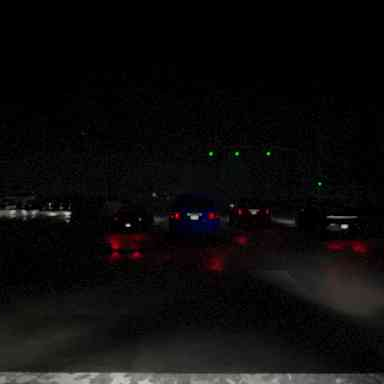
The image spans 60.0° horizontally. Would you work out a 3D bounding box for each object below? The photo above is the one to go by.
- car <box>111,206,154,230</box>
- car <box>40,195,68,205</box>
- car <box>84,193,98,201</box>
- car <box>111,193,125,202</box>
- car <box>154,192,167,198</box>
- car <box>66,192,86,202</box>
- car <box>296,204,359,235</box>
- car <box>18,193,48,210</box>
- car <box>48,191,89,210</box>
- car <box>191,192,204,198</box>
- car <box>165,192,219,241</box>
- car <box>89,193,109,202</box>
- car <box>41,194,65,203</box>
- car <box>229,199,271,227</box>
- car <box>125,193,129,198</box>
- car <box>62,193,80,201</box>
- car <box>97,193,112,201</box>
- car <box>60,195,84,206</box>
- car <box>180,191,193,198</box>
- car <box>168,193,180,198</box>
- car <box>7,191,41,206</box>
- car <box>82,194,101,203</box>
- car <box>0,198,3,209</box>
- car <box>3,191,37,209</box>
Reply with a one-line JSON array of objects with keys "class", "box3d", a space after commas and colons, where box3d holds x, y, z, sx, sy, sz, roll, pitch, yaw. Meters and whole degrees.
[{"class": "car", "box3d": [-3.400, 1.462, 19.908, 1.895, 1.301, 4.718, 0, 0, 0]}, {"class": "car", "box3d": [-21.004, 1.176, 50.961, 2.033, 1.411, 5.357, 0, 0, 0]}, {"class": "car", "box3d": [-21.463, 1.023, 70.886, 2.033, 1.411, 5.357, 0, 0, -6]}, {"class": "car", "box3d": [-14.006, 1.116, 59.082, 2.033, 1.411, 5.357, 0, 0, 0]}, {"class": "car", "box3d": [-7.907, 0.934, 89.447, 1.895, 1.301, 4.718, 0, 0, -22]}, {"class": "car", "box3d": [-21.006, 0.911, 60.476, 2.097, 1.767, 4.553, 0, 0, 0]}, {"class": "car", "box3d": [7.098, 1.368, 17.885, 2.128, 1.511, 4.902, 0, 0, 0]}, {"class": "car", "box3d": [-17.576, 1.210, 38.628, 2.128, 1.511, 4.902, 0, 0, 0]}, {"class": "car", "box3d": [-14.094, 0.941, 38.493, 2.150, 2.045, 5.566, 0, 0, 0]}, {"class": "car", "box3d": [1.514, 0.807, 94.252, 1.837, 1.490, 4.892, 0, 0, -22]}, {"class": "car", "box3d": [0.100, 1.110, 16.145, 2.150, 2.045, 5.566, 0, 0, 0]}, {"class": "car", "box3d": [-14.004, 1.189, 49.196, 2.033, 1.411, 5.357, 0, 0, 0]}, {"class": "car", "box3d": [-24.506, 1.118, 58.818, 2.033, 1.411, 5.357, 0, 0, 0]}, {"class": "car", "box3d": [3.599, 1.201, 21.414, 2.097, 1.767, 4.553, 0, 0, 0]}, {"class": "car", "box3d": [-14.232, 0.977, 68.542, 1.882, 1.535, 5.008, 0, 0, -3]}, {"class": "car", "box3d": [-24.738, 1.027, 68.225, 2.128, 1.511, 4.902, 0, 0, -3]}, {"class": "car", "box3d": [-17.632, 0.987, 67.230, 1.882, 1.535, 5.008, 0, 0, -3]}, {"class": "car", "box3d": [-17.504, 1.170, 48.787, 1.812, 1.442, 4.674, 0, 0, 0]}, {"class": "car", "box3d": [-1.679, 0.673, 92.805, 2.097, 1.767, 4.553, 0, 0, -22]}, {"class": "car", "box3d": [-4.926, 0.883, 91.515, 1.994, 1.385, 4.181, 0, 0, -22]}, {"class": "car", "box3d": [-24.504, 0.867, 48.701, 2.150, 2.045, 5.566, 0, 0, 0]}, {"class": "car", "box3d": [-17.504, 1.082, 57.990, 1.837, 1.490, 4.892, 0, 0, 0]}, {"class": "car", "box3d": [-24.570, 1.269, 38.317, 2.033, 1.411, 5.357, 0, 0, 0]}, {"class": "car", "box3d": [-21.053, 0.926, 40.615, 2.150, 2.045, 5.566, 0, 0, 0]}]
